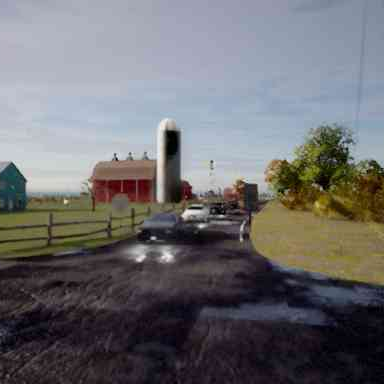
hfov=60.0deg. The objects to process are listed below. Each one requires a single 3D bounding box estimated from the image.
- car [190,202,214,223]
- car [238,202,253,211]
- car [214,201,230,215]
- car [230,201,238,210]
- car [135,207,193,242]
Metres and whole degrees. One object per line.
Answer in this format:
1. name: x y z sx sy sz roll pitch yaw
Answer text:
1. car: 0.446 1.867 29.386 1.812 1.442 4.674 0 -1 12
2. car: 8.659 2.144 51.783 1.812 1.442 4.674 0 -1 14
3. car: 3.116 1.985 41.050 1.837 1.490 4.892 0 -1 14
4. car: 6.879 2.188 56.085 1.882 1.535 5.008 0 -1 14
5. car: -1.454 1.753 17.821 2.033 1.411 5.357 0 -1 7
